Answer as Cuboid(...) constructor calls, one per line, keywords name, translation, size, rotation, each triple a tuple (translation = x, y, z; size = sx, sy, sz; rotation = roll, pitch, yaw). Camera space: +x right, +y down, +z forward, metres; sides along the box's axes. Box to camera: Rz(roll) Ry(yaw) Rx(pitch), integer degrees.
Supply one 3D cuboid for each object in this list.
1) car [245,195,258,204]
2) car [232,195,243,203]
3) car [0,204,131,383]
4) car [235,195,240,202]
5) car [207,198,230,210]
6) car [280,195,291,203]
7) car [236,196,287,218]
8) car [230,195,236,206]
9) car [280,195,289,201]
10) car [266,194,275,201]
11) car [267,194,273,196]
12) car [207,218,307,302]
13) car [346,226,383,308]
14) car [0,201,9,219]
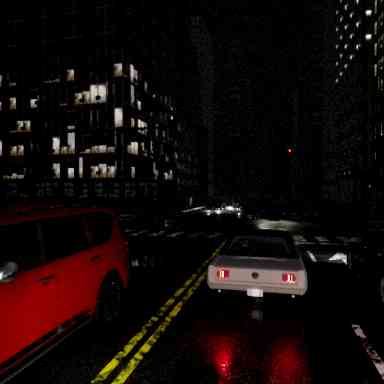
Cuboid(name="car", translation=(11.461, 1.445, 63.422), size=(2.128, 1.511, 4.902), rotation=(0, 0, 14))
Cuboid(name="car", translation=(9.344, 1.455, 68.349), size=(1.837, 1.490, 4.892), rotation=(0, 0, 14))
Cuboid(name="car", translation=(-2.693, 1.222, 4.257), size=(2.150, 2.045, 5.566), rotation=(0, 0, 13))
Cuboid(name="car", translation=(7.583, 1.497, 47.335), size=(1.812, 1.442, 4.674), rotation=(0, 0, 13))
Cuboid(name="car", translation=(3.249, 1.524, 43.208), size=(2.033, 1.411, 5.357), rotation=(0, 0, 13))
Cuboid(name="car", translation=(19.676, 1.474, 69.630), size=(2.033, 1.411, 5.357), rotation=(0, 0, 13))
Cuboid(name="car", translation=(5.975, 1.407, 29.292), size=(1.882, 1.535, 5.008), rotation=(-1, 1, -15))
Cuboid(name="car", translation=(5.620, 1.567, 53.128), size=(1.895, 1.301, 4.718), rotation=(0, 0, 13))
Cuboid(name="car", translation=(22.098, 1.355, 79.792), size=(1.895, 1.301, 4.718), rotation=(0, 0, 13))
Cuboid(name="car", translation=(18.930, 1.286, 80.517), size=(2.128, 1.511, 4.902), rotation=(0, 0, 13))
Cuboid(name="car", translation=(16.618, 1.530, 70.819), size=(1.895, 1.301, 4.718), rotation=(0, 0, 13))
Cuboid(name="car", translation=(1.731, 1.597, 8.382), size=(1.895, 1.301, 4.718), rotation=(0, 0, 14))
Cuboid(name="car", translation=(4.858, 1.501, 7.472), size=(1.837, 1.490, 4.892), rotation=(0, 0, 13))
Cuboid(name="car", translation=(-17.247, 1.435, 26.763), size=(4.313, 1.339, 1.947), rotation=(1, 1, 15))
